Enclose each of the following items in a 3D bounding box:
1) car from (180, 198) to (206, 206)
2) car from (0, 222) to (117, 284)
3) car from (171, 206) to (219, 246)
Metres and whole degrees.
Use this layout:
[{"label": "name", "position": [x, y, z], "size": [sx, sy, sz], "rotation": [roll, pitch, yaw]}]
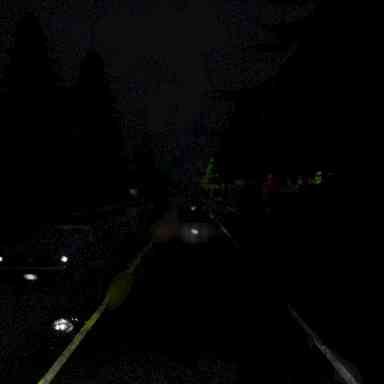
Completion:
[{"label": "car", "position": [0.081, 1.303, 27.611], "size": [2.097, 1.767, 4.553], "rotation": [0, 0, 0]}, {"label": "car", "position": [-3.600, 1.584, 9.626], "size": [1.895, 1.301, 4.718], "rotation": [0, 0, 0]}, {"label": "car", "position": [0.093, 1.537, 15.001], "size": [1.994, 1.385, 4.181], "rotation": [0, 0, -1]}]
